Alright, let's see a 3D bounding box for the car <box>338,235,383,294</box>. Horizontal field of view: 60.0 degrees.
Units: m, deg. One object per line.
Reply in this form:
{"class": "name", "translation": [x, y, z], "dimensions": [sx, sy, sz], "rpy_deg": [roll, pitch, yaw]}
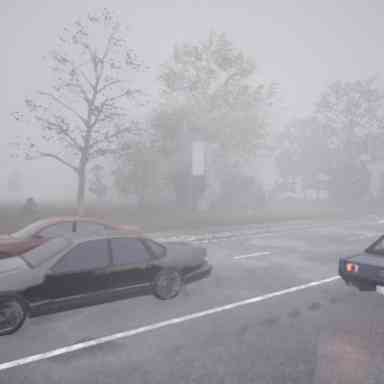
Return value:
{"class": "car", "translation": [5.501, 1.596, 7.663], "dimensions": [4.718, 1.301, 1.895], "rpy_deg": [0, 0, -35]}

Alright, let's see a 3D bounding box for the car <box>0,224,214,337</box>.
{"class": "car", "translation": [-2.069, 1.549, 6.814], "dimensions": [5.357, 1.411, 2.033], "rpy_deg": [0, 0, -35]}

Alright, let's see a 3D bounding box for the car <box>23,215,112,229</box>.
{"class": "car", "translation": [-3.948, 1.479, 9.771], "dimensions": [5.008, 1.535, 1.882], "rpy_deg": [0, 0, -35]}
